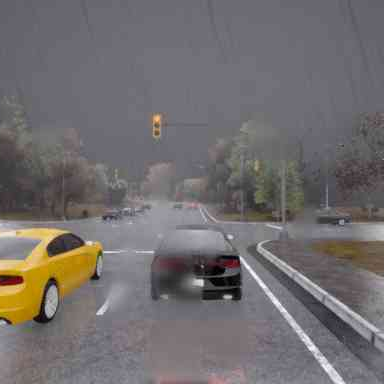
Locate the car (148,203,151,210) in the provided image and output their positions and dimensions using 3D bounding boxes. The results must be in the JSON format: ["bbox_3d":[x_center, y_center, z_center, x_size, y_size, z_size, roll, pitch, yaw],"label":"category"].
[{"bbox_3d":[-10.372,3.236,75.352,2.033,1.411,5.357,0,0,0],"label":"car"}]

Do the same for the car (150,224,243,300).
[{"bbox_3d":[0.098,1.566,8.579,1.882,1.535,5.008,0,-1,0],"label":"car"}]

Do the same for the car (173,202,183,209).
[{"bbox_3d":[-3.370,3.189,76.721,1.837,1.490,4.892,0,0,0],"label":"car"}]

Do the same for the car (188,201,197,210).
[{"bbox_3d":[0.131,3.047,76.210,2.097,1.767,4.553,0,0,0],"label":"car"}]

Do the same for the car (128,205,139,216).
[{"bbox_3d":[-10.491,3.215,54.667,1.812,1.442,4.674,0,-1,0],"label":"car"}]

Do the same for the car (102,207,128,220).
[{"bbox_3d":[-10.535,3.005,44.796,2.033,1.411,5.357,0,-2,1],"label":"car"}]

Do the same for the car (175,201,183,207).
[{"bbox_3d":[-3.471,3.173,86.790,1.994,1.385,4.181,0,0,-3],"label":"car"}]

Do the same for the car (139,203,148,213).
[{"bbox_3d":[-10.431,3.251,64.771,2.128,1.511,4.902,0,0,1],"label":"car"}]

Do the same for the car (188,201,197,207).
[{"bbox_3d":[0.045,3.168,86.367,2.033,1.411,5.357,0,0,-3],"label":"car"}]

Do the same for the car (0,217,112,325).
[{"bbox_3d":[-3.408,1.543,7.336,1.882,1.535,5.008,0,-1,0],"label":"car"}]

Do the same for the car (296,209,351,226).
[{"bbox_3d":[12.449,2.441,31.612,4.892,1.490,1.837,0,-2,0],"label":"car"}]
